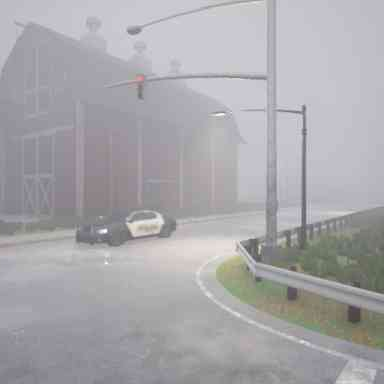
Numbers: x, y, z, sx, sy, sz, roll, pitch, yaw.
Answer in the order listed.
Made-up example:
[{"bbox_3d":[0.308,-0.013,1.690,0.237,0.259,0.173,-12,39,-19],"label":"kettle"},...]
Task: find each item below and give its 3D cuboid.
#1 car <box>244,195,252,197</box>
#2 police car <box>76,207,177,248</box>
[{"bbox_3d":[14.842,1.526,87.670,1.784,1.438,3.905,0,0,36],"label":"car"},{"bbox_3d":[-2.903,1.530,15.359,2.038,1.542,4.974,0,0,37],"label":"police car"}]
